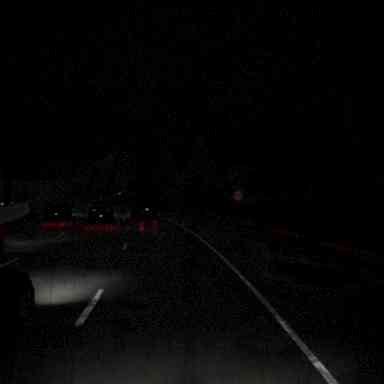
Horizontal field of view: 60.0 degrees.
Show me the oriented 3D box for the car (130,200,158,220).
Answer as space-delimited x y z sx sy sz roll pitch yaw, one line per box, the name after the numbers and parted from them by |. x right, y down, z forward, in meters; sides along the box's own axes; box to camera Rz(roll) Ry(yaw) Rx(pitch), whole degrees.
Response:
-4.237 1.456 28.943 2.033 1.649 4.856 0 0 -16 | car

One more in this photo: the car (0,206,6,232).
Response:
-7.572 1.252 9.637 2.150 2.045 5.566 0 0 -6 | car

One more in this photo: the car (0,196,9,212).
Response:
-23.888 1.457 40.866 2.097 1.767 4.553 0 0 -25 | car

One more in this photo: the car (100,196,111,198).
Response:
-13.631 1.437 51.900 2.097 1.767 4.553 0 0 -28 | car

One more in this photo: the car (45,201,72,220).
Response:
-11.518 1.550 28.807 2.128 1.511 4.902 0 0 -17 | car

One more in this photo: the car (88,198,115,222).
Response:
-7.239 1.536 26.530 2.128 1.511 4.902 0 0 -15 | car

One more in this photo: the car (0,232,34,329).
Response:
-3.667 1.540 4.057 1.812 1.442 4.674 0 0 -3 | car
